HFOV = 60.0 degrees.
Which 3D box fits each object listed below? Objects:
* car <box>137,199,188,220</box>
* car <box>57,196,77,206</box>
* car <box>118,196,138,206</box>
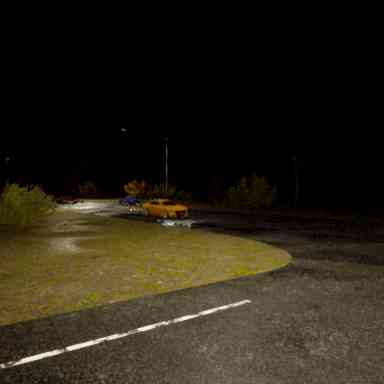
[{"bbox_3d":[-2.325,1.385,27.879,1.882,1.535,5.008,0,0,-37],"label":"car"},{"bbox_3d":[-18.730,1.302,49.574,1.812,1.442,4.674,0,0,-37],"label":"car"},{"bbox_3d":[-9.184,1.320,48.537,1.812,1.442,4.674,0,0,-37],"label":"car"}]
